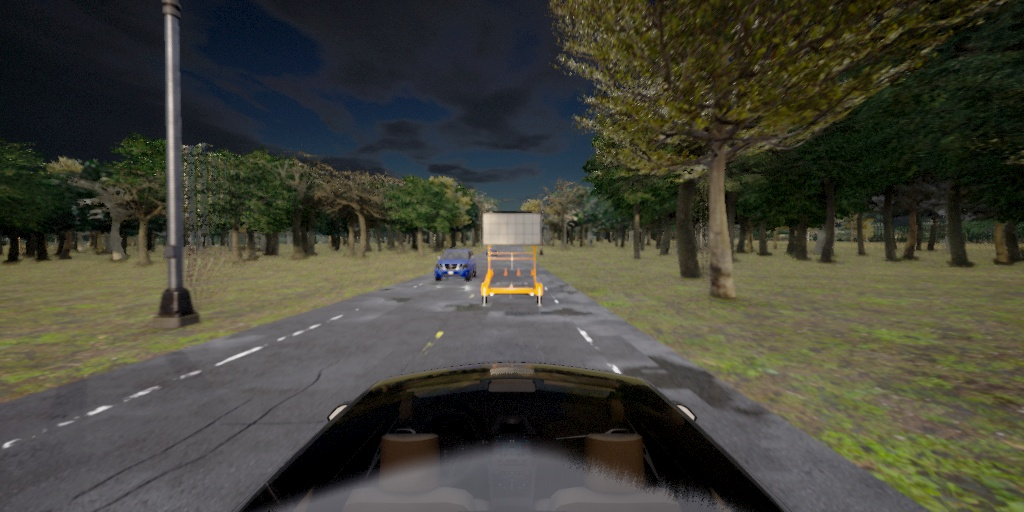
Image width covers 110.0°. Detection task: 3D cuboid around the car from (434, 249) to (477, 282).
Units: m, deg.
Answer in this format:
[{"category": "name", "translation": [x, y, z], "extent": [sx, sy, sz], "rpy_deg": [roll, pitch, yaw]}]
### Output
[{"category": "car", "translation": [-3.588, 0.537, 23.768], "extent": [2.150, 2.045, 5.566], "rpy_deg": [0, 1, 0]}]

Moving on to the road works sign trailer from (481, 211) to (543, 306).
[{"category": "road works sign trailer", "translation": [0.001, -0.004, 14.380], "extent": [2.380, 3.560, 2.880], "rpy_deg": [0, 0, 0]}]

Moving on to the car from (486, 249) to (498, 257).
[{"category": "car", "translation": [-3.511, -0.587, 64.786], "extent": [1.994, 1.385, 4.181], "rpy_deg": [0, 3, 0]}]
